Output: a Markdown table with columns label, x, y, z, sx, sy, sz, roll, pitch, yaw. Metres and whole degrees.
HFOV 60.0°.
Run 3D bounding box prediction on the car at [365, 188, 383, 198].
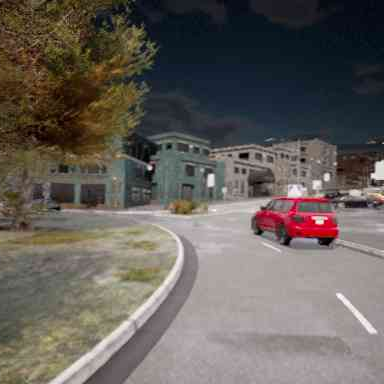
| label | x | y | z | sx | sy | sz | roll | pitch | yaw |
| --- | --- | --- | --- | --- | --- | --- | --- | --- | --- |
| car | 33.090 | 0.165 | 60.295 | 1.812 | 1.442 | 4.674 | -1 | 2 | 44 |

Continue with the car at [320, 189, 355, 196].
| label | x | y | z | sx | sy | sz | roll | pitch | yaw |
| --- | --- | --- | --- | --- | --- | --- | --- | --- | --- |
| car | 20.910 | 0.568 | 47.644 | 2.150 | 2.045 | 5.566 | -1 | 2 | 44 |

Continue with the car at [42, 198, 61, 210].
| label | x | y | z | sx | sy | sz | roll | pitch | yaw |
| --- | --- | --- | --- | --- | --- | --- | --- | --- | --- |
| car | -17.057 | 1.418 | 37.710 | 4.181 | 1.385 | 1.994 | 1 | -3 | 13 |

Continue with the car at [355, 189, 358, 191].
| label | x | y | z | sx | sy | sz | roll | pitch | yaw |
| --- | --- | --- | --- | --- | --- | --- | --- | --- | --- |
| car | 30.471 | 0.218 | 62.264 | 1.812 | 1.442 | 4.674 | -1 | 2 | 44 |

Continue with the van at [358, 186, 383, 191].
| label | x | y | z | sx | sy | sz | roll | pitch | yaw |
| --- | --- | --- | --- | --- | --- | --- | --- | --- | --- |
| van | 25.247 | 0.507 | 44.895 | 4.442 | 1.987 | 1.878 | -1 | 2 | 24 |

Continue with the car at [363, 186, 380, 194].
| label | x | y | z | sx | sy | sz | roll | pitch | yaw |
| --- | --- | --- | --- | --- | --- | --- | --- | --- | --- |
| car | 37.481 | -0.370 | 69.474 | 1.837 | 1.490 | 4.892 | -1 | 2 | 44 |

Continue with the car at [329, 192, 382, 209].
| label | x | y | z | sx | sy | sz | roll | pitch | yaw |
| --- | --- | --- | --- | --- | --- | --- | --- | --- | --- |
| car | 18.776 | 1.101 | 38.411 | 4.892 | 1.521 | 2.231 | -1 | 2 | 24 |

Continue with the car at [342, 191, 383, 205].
| label | x | y | z | sx | sy | sz | roll | pitch | yaw |
| --- | --- | --- | --- | --- | --- | --- | --- | --- | --- |
| car | 20.904 | 1.018 | 40.584 | 4.674 | 1.452 | 2.002 | -1 | 2 | 24 |

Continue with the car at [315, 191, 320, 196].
| label | x | y | z | sx | sy | sz | roll | pitch | yaw |
| --- | --- | --- | --- | --- | --- | --- | --- | --- | --- |
| car | 21.253 | 0.587 | 52.622 | 2.097 | 1.767 | 4.553 | -1 | 2 | 44 |

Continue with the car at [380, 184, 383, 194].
| label | x | y | z | sx | sy | sz | roll | pitch | yaw |
| --- | --- | --- | --- | --- | --- | --- | --- | --- | --- |
| car | 40.112 | -0.683 | 67.522 | 2.150 | 2.045 | 5.566 | -1 | 2 | 44 |

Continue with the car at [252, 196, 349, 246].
| label | x | y | z | sx | sy | sz | roll | pitch | yaw |
| --- | --- | --- | --- | --- | --- | --- | --- | --- | --- |
| car | 4.652 | 1.287 | 15.840 | 2.150 | 2.045 | 5.566 | 2 | 0 | -9 |
